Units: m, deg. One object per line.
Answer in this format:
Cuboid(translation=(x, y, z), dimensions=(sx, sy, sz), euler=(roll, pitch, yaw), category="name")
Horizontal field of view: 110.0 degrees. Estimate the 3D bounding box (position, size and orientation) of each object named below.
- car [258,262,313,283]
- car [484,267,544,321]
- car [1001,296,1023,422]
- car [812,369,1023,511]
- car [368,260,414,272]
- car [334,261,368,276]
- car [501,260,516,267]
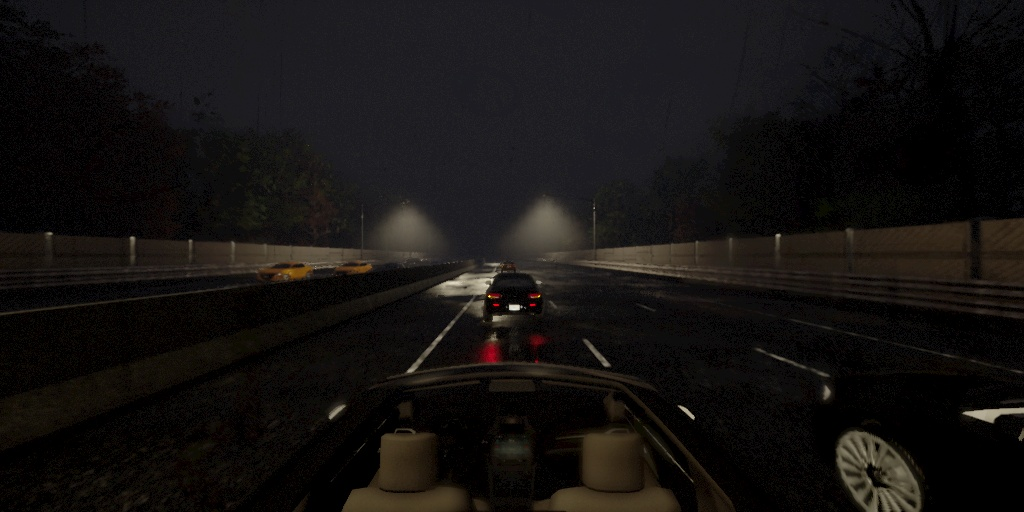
Cuboid(translation=(-17.822, 1.237, 28.419), dimensions=(1.882, 1.535, 5.008), euler=(0, 0, -1), category="car")
Cuboid(translation=(0.054, 1.280, 12.349), dimensions=(1.812, 1.442, 4.674), euler=(0, 0, 0), category="car")
Cuboid(translation=(7.091, 1.253, 2.082), dimensions=(1.837, 1.490, 4.892), euler=(0, 0, 0), category="car")
Cuboid(translation=(3.592, 1.240, 1.187), dimensions=(2.128, 1.511, 4.902), euler=(0, 0, 0), category="car")
Cuboid(translation=(-10.890, 1.308, 32.667), dimensions=(2.033, 1.411, 5.357), euler=(0, 0, -1), category="car")
Cuboid(translation=(-14.390, 1.238, 32.711), dimensions=(1.882, 1.535, 5.008), euler=(0, 0, -1), category="car")
Cuboid(translation=(-0.447, 1.222, 44.604), dimensions=(1.801, 1.575, 5.366), euler=(0, 0, -1), category="car")
